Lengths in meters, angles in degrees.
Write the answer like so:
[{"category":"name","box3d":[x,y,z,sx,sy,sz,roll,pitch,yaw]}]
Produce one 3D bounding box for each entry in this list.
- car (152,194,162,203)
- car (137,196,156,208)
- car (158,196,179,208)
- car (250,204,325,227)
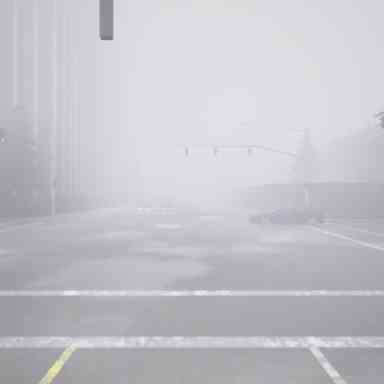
[{"category":"car","box3d":[-6.903,1.397,65.444,2.150,2.045,5.566,0,0,1]},{"category":"car","box3d":[-6.994,1.693,49.999,1.994,1.385,4.181,0,0,0]},{"category":"car","box3d":[-3.497,1.676,49.806,2.033,1.411,5.357,0,0,0]},{"category":"car","box3d":[6.553,1.612,23.108,5.008,1.535,1.882,0,0,0]}]
